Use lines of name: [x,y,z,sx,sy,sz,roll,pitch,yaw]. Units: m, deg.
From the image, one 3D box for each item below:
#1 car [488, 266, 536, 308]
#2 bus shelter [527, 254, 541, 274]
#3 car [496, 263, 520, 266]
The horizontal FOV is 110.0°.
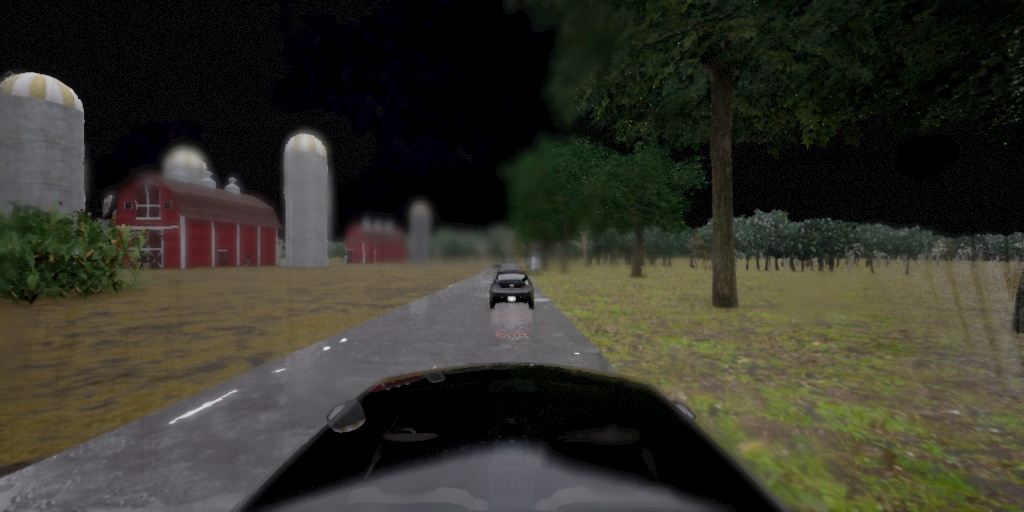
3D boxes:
car: [-0.001,1.392,16.143,1.837,1.490,4.892,0,0,0]
bus shelter: [3.109,1.120,50.991,1.920,2.740,3.880,0,0,0]
car: [-0.006,1.380,30.913,2.097,1.767,4.553,0,-1,0]
